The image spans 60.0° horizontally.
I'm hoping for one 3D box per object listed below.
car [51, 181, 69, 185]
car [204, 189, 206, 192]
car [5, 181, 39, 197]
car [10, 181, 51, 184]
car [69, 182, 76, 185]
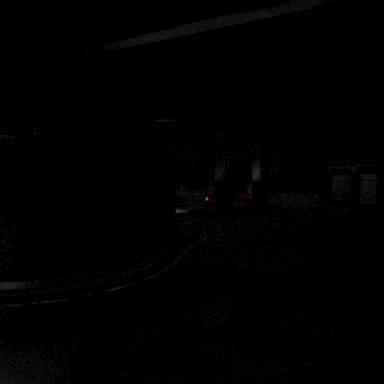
[{"bbox_3d":[-26.789,-1.260,65.468,3.866,1.878,1.905,2,2,35],"label":"car"},{"bbox_3d":[4.874,-0.314,65.613,5.027,1.636,2.152,2,2,35],"label":"car"},{"bbox_3d":[-21.776,-0.468,42.440,4.605,1.855,1.932,2,2,35],"label":"car"},{"bbox_3d":[-17.244,-0.181,35.223,3.866,1.878,1.905,2,2,35],"label":"car"},{"bbox_3d":[-25.451,-1.286,68.080,4.605,1.855,1.932,2,2,35],"label":"car"}]
